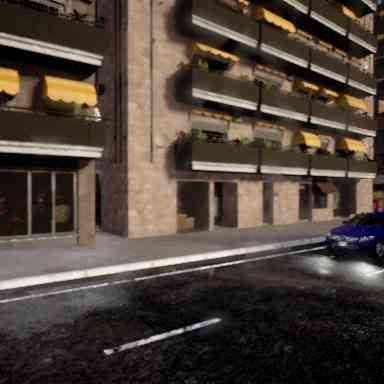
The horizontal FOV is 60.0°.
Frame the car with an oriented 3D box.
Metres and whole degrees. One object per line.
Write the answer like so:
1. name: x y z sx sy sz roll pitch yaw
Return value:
1. car: 7.085 1.544 12.947 4.674 1.442 1.812 0 0 -37
